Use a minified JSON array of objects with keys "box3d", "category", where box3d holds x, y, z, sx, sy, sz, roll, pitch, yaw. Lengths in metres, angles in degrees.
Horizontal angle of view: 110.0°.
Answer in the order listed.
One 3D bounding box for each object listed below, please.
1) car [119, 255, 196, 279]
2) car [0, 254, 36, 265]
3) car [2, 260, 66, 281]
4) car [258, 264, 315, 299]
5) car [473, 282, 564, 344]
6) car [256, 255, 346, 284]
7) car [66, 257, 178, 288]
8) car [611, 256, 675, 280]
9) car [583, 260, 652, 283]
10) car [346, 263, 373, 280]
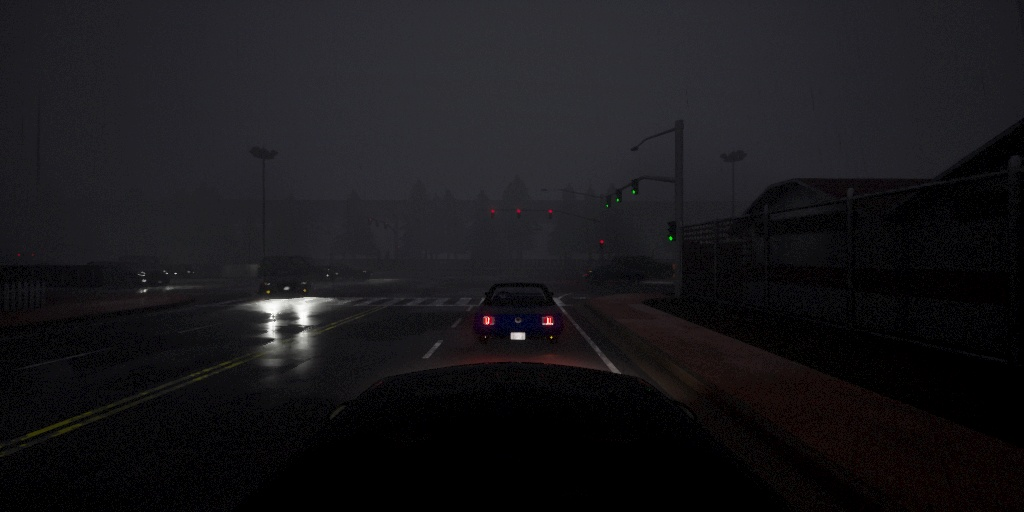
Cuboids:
[{"box3d":[-29.948,0.957,30.099,5.566,2.045,2.150,0,0,-1],"category":"car"},{"box3d":[-43.357,0.813,29.897,4.892,1.490,1.837,4,0,-1],"category":"car"},{"box3d":[-33.378,1.249,26.541,5.357,1.411,2.033,1,0,-1],"category":"car"},{"box3d":[-11.531,1.314,18.298,1.994,1.385,4.181,0,0,-34],"category":"car"},{"box3d":[0.191,1.351,9.556,1.895,1.301,4.718,0,0,2],"category":"car"},{"box3d":[-15.904,0.972,26.831,5.566,2.045,2.150,0,0,-1],"category":"car"},{"box3d":[-25.051,1.099,23.178,4.553,1.767,2.097,0,0,-1],"category":"car"},{"box3d":[11.042,0.973,30.788,5.566,2.045,2.150,0,0,-1],"category":"car"},{"box3d":[7.758,1.275,27.241,4.674,1.442,1.812,0,0,-1],"category":"car"},{"box3d":[-14.233,1.275,30.360,4.674,1.442,1.812,0,0,-1],"category":"car"}]
